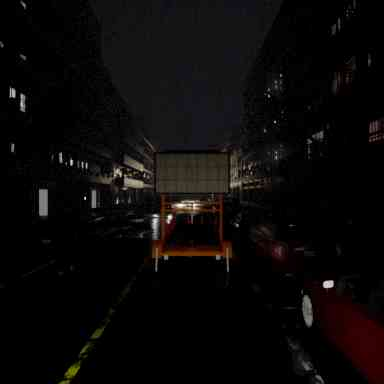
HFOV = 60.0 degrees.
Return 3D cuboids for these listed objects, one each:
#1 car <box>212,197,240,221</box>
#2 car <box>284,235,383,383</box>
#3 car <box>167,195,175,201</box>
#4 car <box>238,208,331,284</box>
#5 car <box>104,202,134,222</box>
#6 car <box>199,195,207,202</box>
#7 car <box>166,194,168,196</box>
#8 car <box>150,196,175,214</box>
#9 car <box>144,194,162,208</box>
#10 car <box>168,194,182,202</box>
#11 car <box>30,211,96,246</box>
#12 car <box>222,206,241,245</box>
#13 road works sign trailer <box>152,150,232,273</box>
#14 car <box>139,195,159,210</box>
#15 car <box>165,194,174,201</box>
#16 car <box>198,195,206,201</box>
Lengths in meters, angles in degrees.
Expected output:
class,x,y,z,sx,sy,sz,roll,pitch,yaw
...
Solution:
class,x,y,z,sx,sy,sz,roll,pitch,yaw
car,2.701,1.312,26.468,2.192,1.841,5.009,0,0,0
car,2.693,1.545,3.922,1.887,1.381,4.507,0,0,0
car,-5.662,1.516,88.475,1.887,1.381,4.507,0,0,0
car,2.694,1.440,9.559,1.967,1.590,4.097,0,0,0
car,-5.681,1.523,26.304,1.752,1.417,4.829,0,0,0
car,2.715,1.503,77.365,1.752,1.417,4.829,0,0,0
car,-5.664,1.293,77.202,2.192,1.841,5.009,0,0,0
car,-3.077,1.520,35.728,1.812,1.442,4.674,0,0,0
car,-5.673,1.305,49.020,2.192,1.841,5.009,0,0,0
car,-2.981,1.490,61.984,1.837,1.490,4.892,0,0,0
car,-5.685,1.565,15.200,1.947,1.339,4.313,0,0,0
car,2.696,1.550,15.195,2.008,1.369,4.403,0,0,0
road works sign trailer,0.003,0.464,10.692,2.380,3.560,2.880,0,0,0
car,-5.676,1.432,43.384,1.967,1.590,4.097,0,0,0
car,-5.663,1.415,82.838,1.967,1.590,4.097,0,0,0
car,2.719,1.517,88.468,1.887,1.381,4.507,0,0,0
